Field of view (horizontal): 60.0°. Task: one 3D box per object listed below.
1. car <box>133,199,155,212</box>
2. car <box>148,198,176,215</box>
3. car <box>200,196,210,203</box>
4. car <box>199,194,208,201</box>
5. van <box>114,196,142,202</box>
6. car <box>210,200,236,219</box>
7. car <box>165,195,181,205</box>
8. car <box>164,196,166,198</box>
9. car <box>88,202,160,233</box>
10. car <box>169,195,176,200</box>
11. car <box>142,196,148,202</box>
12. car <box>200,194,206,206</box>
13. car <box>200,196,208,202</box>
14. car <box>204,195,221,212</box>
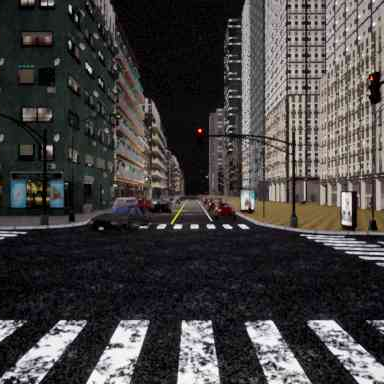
[{"bbox_3d":[-5.618,1.560,39.490,1.887,1.381,4.507,0,0,0],"label":"car"},{"bbox_3d":[-3.043,1.576,34.113,1.994,1.385,4.181,0,0,0],"label":"car"},{"bbox_3d":[2.818,1.590,72.640,1.887,1.381,4.507,0,0,0],"label":"car"},{"bbox_3d":[2.838,1.373,83.695,2.192,1.841,5.009,0,0,0],"label":"car"},{"bbox_3d":[-5.635,1.351,28.434,1.690,1.788,3.998,0,0,0],"label":"van"},{"bbox_3d":[2.744,1.592,28.419,1.802,1.307,4.206,0,0,0],"label":"car"},{"bbox_3d":[-2.963,1.522,57.662,2.128,1.511,4.902,0,0,1],"label":"car"},{"bbox_3d":[-5.553,1.492,78.182,1.967,1.590,4.097,0,0,0],"label":"car"},{"bbox_3d":[-4.081,1.553,20.237,2.033,1.411,5.357,0,0,16],"label":"car"},{"bbox_3d":[-5.526,1.639,94.765,1.947,1.339,4.313,0,0,0],"label":"car"},{"bbox_3d":[-5.626,1.327,33.962,2.192,1.841,5.009,0,0,0],"label":"car"},{"bbox_3d":[2.791,1.468,56.057,1.967,1.590,4.097,0,0,0],"label":"car"},{"bbox_3d":[2.827,1.634,78.167,1.802,1.307,4.206,0,0,0],"label":"car"},{"bbox_3d":[2.764,1.456,39.475,1.967,1.590,4.097,0,0,0],"label":"car"}]
